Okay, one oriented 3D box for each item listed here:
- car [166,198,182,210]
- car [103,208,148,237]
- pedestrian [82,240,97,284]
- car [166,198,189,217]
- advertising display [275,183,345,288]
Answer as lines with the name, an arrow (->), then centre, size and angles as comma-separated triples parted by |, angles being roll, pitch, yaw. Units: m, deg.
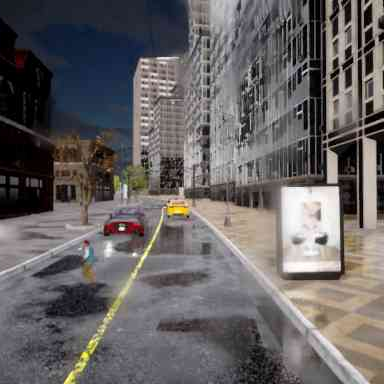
car -> -2.343, 1.518, 42.654 | 1.812, 1.442, 4.674 | 0, 0, -6
car -> -3.446, 1.560, 17.912 | 1.994, 1.385, 4.181 | 0, 0, -3
pedestrian -> -2.524, 1.674, 8.114 | 0.500, 1.100, 0.500 | 1, -1, -5
car -> -1.316, 1.475, 30.927 | 1.882, 1.535, 5.008 | 0, 0, -4
advertising display -> 2.825, 1.027, 7.994 | 1.540, 2.440, 0.280 | -1, -1, -2
